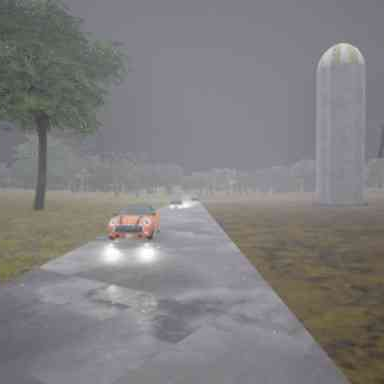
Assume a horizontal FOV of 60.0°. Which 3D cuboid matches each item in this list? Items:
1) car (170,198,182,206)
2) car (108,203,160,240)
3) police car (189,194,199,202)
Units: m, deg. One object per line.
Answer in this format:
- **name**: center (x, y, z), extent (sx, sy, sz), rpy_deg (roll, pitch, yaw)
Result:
- **car**: center (-2.795, 1.704, 59.189), extent (1.994, 1.385, 4.181), rpy_deg (0, 0, 1)
- **car**: center (-2.849, 1.394, 17.145), extent (2.097, 1.767, 4.553), rpy_deg (0, 0, 0)
- **police car**: center (0.823, 1.583, 84.512), extent (1.930, 1.638, 5.238), rpy_deg (0, 0, 0)
